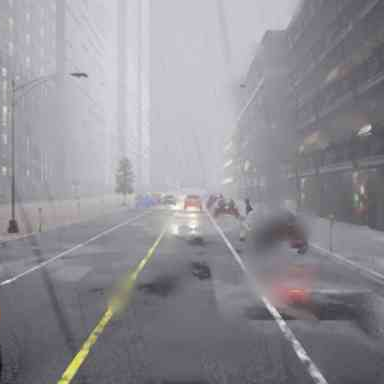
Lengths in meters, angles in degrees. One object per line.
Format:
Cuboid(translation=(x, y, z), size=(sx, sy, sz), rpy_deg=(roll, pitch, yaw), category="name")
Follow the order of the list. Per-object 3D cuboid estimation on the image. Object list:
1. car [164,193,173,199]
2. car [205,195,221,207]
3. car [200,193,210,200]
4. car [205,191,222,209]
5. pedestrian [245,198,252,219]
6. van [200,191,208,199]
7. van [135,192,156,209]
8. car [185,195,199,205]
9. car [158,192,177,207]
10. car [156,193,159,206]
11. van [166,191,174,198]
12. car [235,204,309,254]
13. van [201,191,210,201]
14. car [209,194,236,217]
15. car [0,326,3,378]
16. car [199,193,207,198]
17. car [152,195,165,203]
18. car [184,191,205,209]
Cuboid(translation=(-5.638, 0.941, 78.674), size=(1.802, 1.307, 4.206), rpy_deg=(1, 1, 0), category="car")
Cuboid(translation=(2.724, 1.197, 44.816), size=(1.887, 1.381, 4.507), rpy_deg=(1, 0, 0), category="car")
Cuboid(translation=(2.740, 0.960, 73.048), size=(2.008, 1.369, 4.403), rpy_deg=(1, 1, 0), category="car")
Cuboid(translation=(2.723, 1.014, 39.166), size=(2.192, 1.841, 5.009), rpy_deg=(1, 0, 0), category="car")
Cuboid(translation=(2.677, 1.174, 15.946), size=(0.375, 1.860, 0.375), rpy_deg=(1, 0, 0), category="pedestrian")
Cuboid(translation=(2.745, 0.700, 78.692), size=(1.690, 1.788, 3.998), rpy_deg=(1, 1, 0), category="van")
Cuboid(translation=(-5.658, 1.040, 39.149), size=(1.690, 1.788, 3.998), rpy_deg=(1, 0, 0), category="van")
Cuboid(translation=(0.038, 1.215, 49.432), size=(1.895, 1.301, 4.718), rpy_deg=(0, 0, 0), category="car")
Cuboid(translation=(-3.050, 1.159, 44.891), size=(1.837, 1.490, 4.892), rpy_deg=(0, 0, 0), category="car")
Cuboid(translation=(-5.657, 1.197, 44.798), size=(1.887, 1.381, 4.507), rpy_deg=(1, 0, 0), category="car")
Cuboid(translation=(-5.632, 0.649, 84.318), size=(1.690, 1.788, 3.998), rpy_deg=(1, 1, 0), category="van")
Cuboid(translation=(3.008, 1.408, 12.994), size=(1.837, 1.490, 4.892), rpy_deg=(0, 0, 0), category="car")
Cuboid(translation=(2.739, 0.800, 67.399), size=(1.690, 1.788, 3.998), rpy_deg=(1, 1, 0), category="van")
Cuboid(translation=(2.715, 1.229, 27.876), size=(1.967, 1.590, 4.097), rpy_deg=(1, 0, 0), category="car")
Cuboid(translation=(-3.099, 1.339, 1.679), size=(2.097, 1.767, 4.553), rpy_deg=(0, 0, 0), category="car")
Cuboid(translation=(2.746, 0.889, 84.341), size=(1.802, 1.307, 4.206), rpy_deg=(1, 1, 0), category="car")
Cuboid(translation=(-5.651, 1.139, 56.089), size=(1.802, 1.307, 4.206), rpy_deg=(1, 0, 0), category="car")
Cuboid(translation=(0.107, 1.053, 38.865), size=(2.097, 1.767, 4.553), rpy_deg=(0, 0, -1), category="car")
